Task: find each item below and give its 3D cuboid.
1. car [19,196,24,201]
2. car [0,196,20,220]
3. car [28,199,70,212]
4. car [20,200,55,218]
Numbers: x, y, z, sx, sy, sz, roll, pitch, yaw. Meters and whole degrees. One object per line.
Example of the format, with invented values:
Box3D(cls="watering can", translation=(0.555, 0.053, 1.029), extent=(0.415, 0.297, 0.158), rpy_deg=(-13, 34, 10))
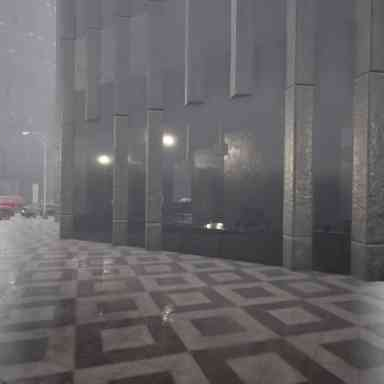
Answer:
Box3D(cls="car", translation=(-20.757, 1.353, 36.267), extent=(2.192, 1.841, 5.009), rpy_deg=(1, 0, 35))
Box3D(cls="car", translation=(-17.090, 1.463, 26.718), extent=(2.192, 1.841, 5.009), rpy_deg=(1, 0, 35))
Box3D(cls="car", translation=(-17.488, 1.634, 40.865), extent=(1.947, 1.339, 4.313), rpy_deg=(1, 0, 35))
Box3D(cls="car", translation=(-13.821, 1.742, 31.318), extent=(1.947, 1.339, 4.313), rpy_deg=(1, 0, 35))
